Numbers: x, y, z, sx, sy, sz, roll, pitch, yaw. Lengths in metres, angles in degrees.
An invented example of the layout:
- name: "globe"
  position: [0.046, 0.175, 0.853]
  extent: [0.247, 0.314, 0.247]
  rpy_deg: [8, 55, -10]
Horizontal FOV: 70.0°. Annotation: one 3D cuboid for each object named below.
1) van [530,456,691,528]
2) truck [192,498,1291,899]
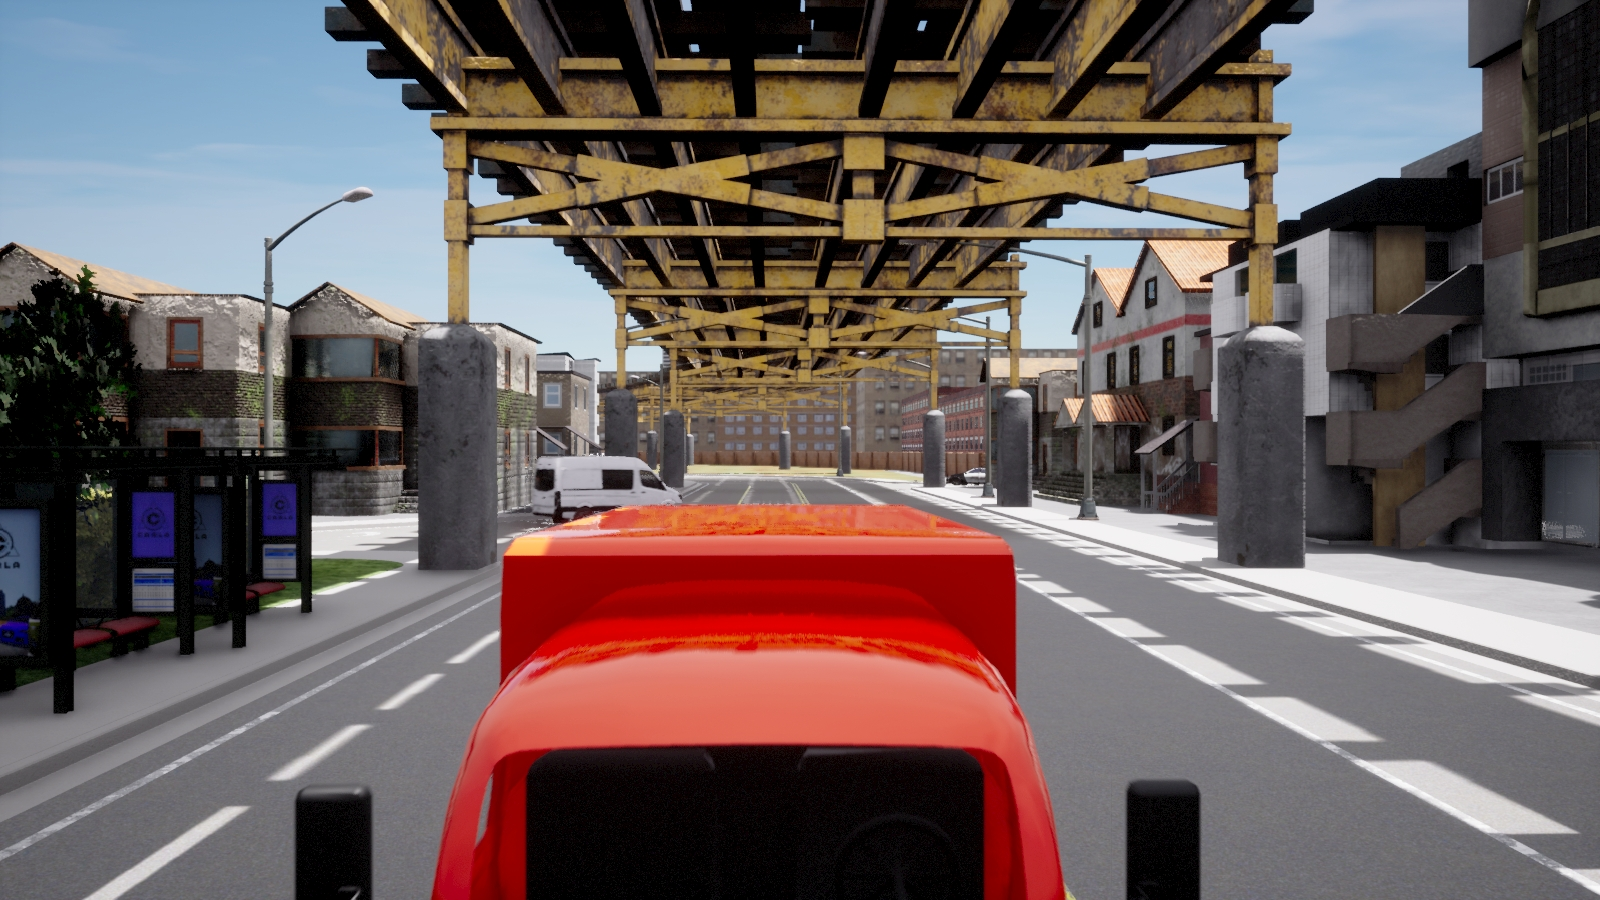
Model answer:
- name: "van"
  position: [-7.208, 1.534, 43.872]
  extent: [5.915, 2.561, 1.988]
  rpy_deg: [0, 0, -40]
- name: "truck"
  position: [-0.180, 1.568, 5.335]
  extent: [2.627, 2.467, 5.204]
  rpy_deg: [0, 0, -1]
